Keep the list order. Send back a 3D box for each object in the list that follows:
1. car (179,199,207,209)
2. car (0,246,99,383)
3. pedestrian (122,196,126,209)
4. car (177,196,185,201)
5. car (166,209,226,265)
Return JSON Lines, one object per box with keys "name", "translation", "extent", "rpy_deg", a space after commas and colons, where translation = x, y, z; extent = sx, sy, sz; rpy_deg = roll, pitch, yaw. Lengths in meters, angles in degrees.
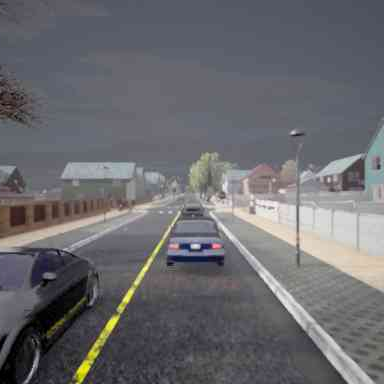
{"name": "car", "translation": [0.095, 1.536, 26.193], "extent": [1.837, 1.490, 4.892], "rpy_deg": [0, 0, 0]}
{"name": "car", "translation": [-2.849, 1.571, 5.037], "extent": [1.994, 1.385, 4.181], "rpy_deg": [0, 0, 0]}
{"name": "pedestrian", "translation": [-9.691, 1.506, 47.511], "extent": [0.375, 1.860, 0.375], "rpy_deg": [0, 0, 0]}
{"name": "car", "translation": [-2.750, 1.603, 84.720], "extent": [2.033, 1.411, 5.357], "rpy_deg": [0, 0, 0]}
{"name": "car", "translation": [0.099, 1.563, 11.738], "extent": [2.033, 1.411, 5.357], "rpy_deg": [0, 0, 0]}
